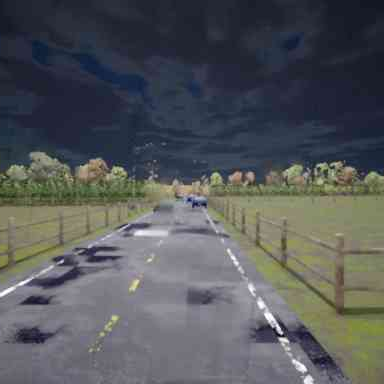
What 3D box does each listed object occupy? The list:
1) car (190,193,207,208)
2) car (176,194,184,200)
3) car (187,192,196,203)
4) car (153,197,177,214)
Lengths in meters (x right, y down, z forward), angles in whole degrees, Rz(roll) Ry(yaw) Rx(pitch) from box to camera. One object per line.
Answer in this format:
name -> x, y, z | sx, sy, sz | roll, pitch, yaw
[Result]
car -> 0.969, 1.305, 43.605 | 1.882, 1.535, 5.008 | 0, 0, 0
car -> -2.739, 1.057, 75.661 | 2.033, 1.411, 5.357 | 0, 0, 0
car -> 0.009, 1.219, 62.480 | 1.882, 1.535, 5.008 | 0, 0, 0
car -> -2.841, 1.469, 33.746 | 1.895, 1.301, 4.718 | 0, 0, 0
